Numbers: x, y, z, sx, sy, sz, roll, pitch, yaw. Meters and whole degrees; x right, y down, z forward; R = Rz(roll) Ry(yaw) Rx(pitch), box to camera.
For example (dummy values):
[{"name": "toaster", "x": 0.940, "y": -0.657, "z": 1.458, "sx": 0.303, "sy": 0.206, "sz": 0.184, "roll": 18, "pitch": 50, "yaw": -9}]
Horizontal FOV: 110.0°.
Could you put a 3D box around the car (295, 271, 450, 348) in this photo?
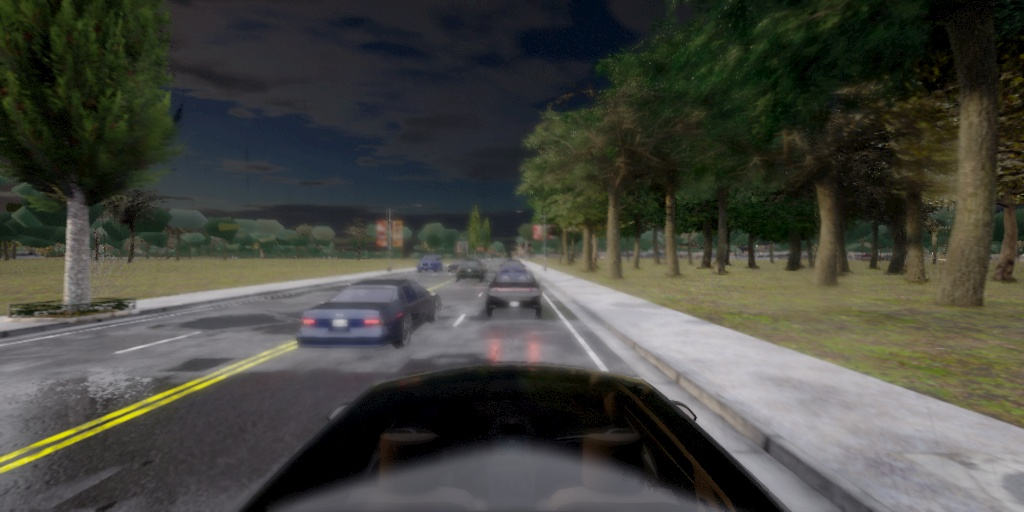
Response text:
[{"name": "car", "x": -3.181, "y": 1.289, "z": 9.170, "sx": 2.033, "sy": 1.411, "sz": 5.357, "roll": 0, "pitch": 0, "yaw": 0}]

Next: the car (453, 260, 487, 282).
[{"name": "car", "x": -3.158, "y": 1.086, "z": 28.876, "sx": 2.097, "sy": 1.767, "sz": 4.553, "roll": 0, "pitch": 0, "yaw": 0}]

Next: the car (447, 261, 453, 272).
[{"name": "car", "x": -6.583, "y": 1.284, "z": 43.548, "sx": 2.033, "sy": 1.411, "sz": 5.357, "roll": 0, "pitch": 0, "yaw": 0}]

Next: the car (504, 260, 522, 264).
[{"name": "car", "x": 0.092, "y": 1.086, "z": 28.849, "sx": 2.097, "sy": 1.767, "sz": 4.553, "roll": 0, "pitch": 0, "yaw": 0}]

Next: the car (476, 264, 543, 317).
[{"name": "car", "x": 0.085, "y": 1.229, "z": 13.136, "sx": 2.128, "sy": 1.511, "sz": 4.902, "roll": 0, "pitch": 0, "yaw": 0}]

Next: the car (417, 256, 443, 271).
[{"name": "car", "x": -9.832, "y": 0.958, "z": 43.363, "sx": 2.150, "sy": 2.045, "sz": 5.566, "roll": 0, "pitch": 0, "yaw": 0}]
